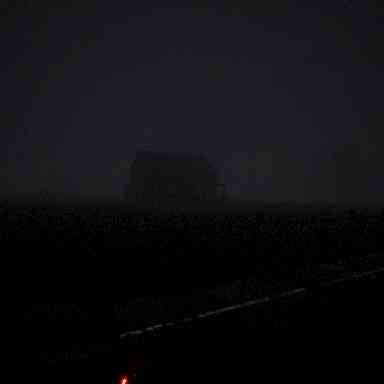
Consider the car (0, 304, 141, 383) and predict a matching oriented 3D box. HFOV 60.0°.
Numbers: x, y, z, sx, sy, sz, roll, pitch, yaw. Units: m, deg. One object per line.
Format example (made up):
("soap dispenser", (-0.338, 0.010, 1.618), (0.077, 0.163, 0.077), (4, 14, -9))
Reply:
("car", (-2.950, 1.532, 1.885), (5.357, 1.411, 2.033), (1, 0, -36))
